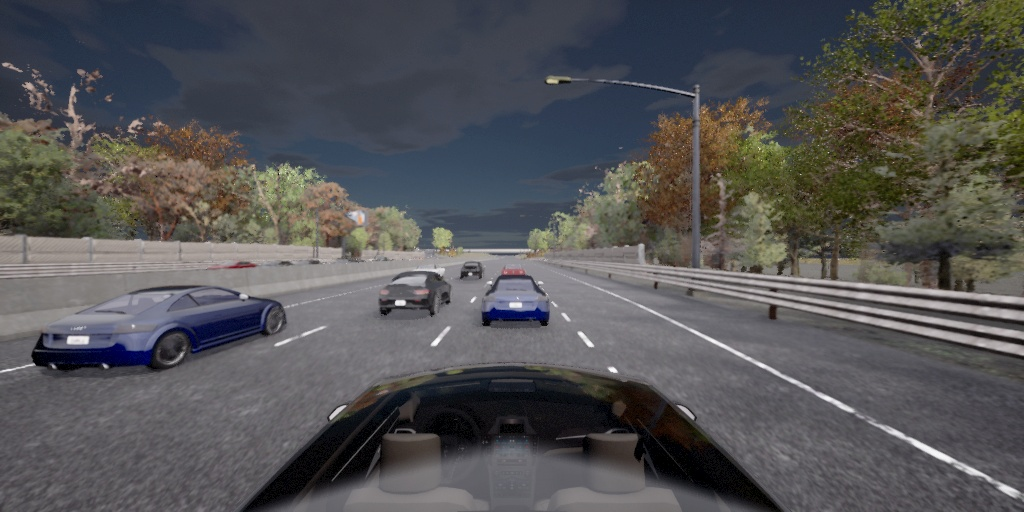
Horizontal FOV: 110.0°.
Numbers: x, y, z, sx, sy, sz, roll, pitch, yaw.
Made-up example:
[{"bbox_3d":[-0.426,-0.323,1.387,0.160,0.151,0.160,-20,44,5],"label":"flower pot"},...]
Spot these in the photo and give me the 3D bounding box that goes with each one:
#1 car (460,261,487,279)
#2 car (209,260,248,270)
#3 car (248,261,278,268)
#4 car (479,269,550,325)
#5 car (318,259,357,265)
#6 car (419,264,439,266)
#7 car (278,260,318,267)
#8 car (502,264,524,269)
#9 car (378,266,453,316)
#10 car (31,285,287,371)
[{"bbox_3d":[-3.393,1.214,31.588,1.837,1.490,4.892,0,0,0],"label":"car"},{"bbox_3d":[-28.079,1.182,36.269,1.882,1.535,5.008,0,0,0],"label":"car"},{"bbox_3d":[-24.581,1.209,37.357,1.837,1.490,4.892,0,0,0],"label":"car"},{"bbox_3d":[0.103,1.297,11.744,1.994,1.385,4.181,0,0,0],"label":"car"},{"bbox_3d":[-17.581,1.057,37.245,2.097,1.767,4.553,0,0,0],"label":"car"},{"bbox_3d":[-6.893,1.311,30.082,1.895,1.301,4.718,0,0,0],"label":"car"},{"bbox_3d":[-21.082,1.210,36.574,1.837,1.490,4.892,0,0,0],"label":"car"},{"bbox_3d":[0.108,1.312,30.069,1.895,1.301,4.718,0,0,0],"label":"car"},{"bbox_3d":[-3.397,1.256,13.214,1.812,1.442,4.674,0,0,0],"label":"car"},{"bbox_3d":[-6.899,1.303,7.707,1.994,1.385,4.181,0,0,0],"label":"car"}]
